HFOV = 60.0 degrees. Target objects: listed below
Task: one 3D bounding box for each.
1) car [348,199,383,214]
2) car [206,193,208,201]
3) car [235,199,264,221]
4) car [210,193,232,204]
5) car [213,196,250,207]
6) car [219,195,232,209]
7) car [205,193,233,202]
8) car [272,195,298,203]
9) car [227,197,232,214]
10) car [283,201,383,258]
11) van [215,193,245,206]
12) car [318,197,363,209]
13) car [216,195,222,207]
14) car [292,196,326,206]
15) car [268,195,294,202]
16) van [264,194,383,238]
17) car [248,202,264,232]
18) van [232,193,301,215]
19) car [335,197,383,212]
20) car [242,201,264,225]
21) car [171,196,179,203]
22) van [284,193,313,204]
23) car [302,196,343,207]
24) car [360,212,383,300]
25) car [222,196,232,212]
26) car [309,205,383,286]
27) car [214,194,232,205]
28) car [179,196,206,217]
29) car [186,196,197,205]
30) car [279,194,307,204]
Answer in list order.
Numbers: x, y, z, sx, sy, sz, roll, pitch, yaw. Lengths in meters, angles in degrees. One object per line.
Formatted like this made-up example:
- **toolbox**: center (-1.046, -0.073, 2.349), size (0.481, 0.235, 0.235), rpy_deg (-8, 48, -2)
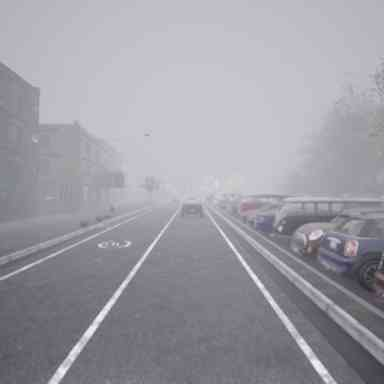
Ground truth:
- **car**: center (18.698, 1.414, 33.835), size (4.674, 1.452, 2.002), rpy_deg (0, 0, 0)
- **car**: center (5.617, 1.118, 61.516), size (5.566, 2.045, 2.435), rpy_deg (0, 0, 0)
- **car**: center (5.609, 1.437, 22.274), size (4.792, 1.488, 2.163), rpy_deg (0, 0, 0)
- **car**: center (5.634, 1.113, 44.697), size (5.566, 2.045, 2.435), rpy_deg (0, 0, 0)
- **car**: center (5.596, 1.364, 47.501), size (5.008, 1.535, 2.097), rpy_deg (0, 0, 0)
- **car**: center (5.616, 1.374, 33.484), size (5.008, 1.535, 2.097), rpy_deg (0, 0, 0)
- **car**: center (5.618, 1.143, 69.926), size (5.566, 2.045, 2.435), rpy_deg (0, 0, 0)
- **car**: center (18.671, 1.422, 67.127), size (4.674, 1.452, 2.002), rpy_deg (0, 0, 0)
- **car**: center (5.659, 1.420, 27.881), size (4.792, 1.488, 2.163), rpy_deg (0, 0, 0)
- **car**: center (5.685, 1.317, 11.061), size (4.553, 1.767, 2.185), rpy_deg (0, 0, 0)
- **van**: center (5.714, 1.139, 50.304), size (4.442, 1.987, 1.878), rpy_deg (0, 0, 0)
- **car**: center (18.718, 1.393, 42.065), size (4.792, 1.488, 2.163), rpy_deg (0, 0, 0)
- **car**: center (5.584, 1.395, 39.092), size (4.792, 1.488, 2.163), rpy_deg (0, 0, 0)
- **car**: center (18.672, 1.405, 53.206), size (4.674, 1.452, 2.002), rpy_deg (0, 0, 0)
- **car**: center (18.675, 1.393, 69.914), size (5.008, 1.535, 2.097), rpy_deg (0, 0, 0)
- **van**: center (5.533, 1.208, 13.864), size (4.442, 1.987, 1.878), rpy_deg (0, 0, 0)
- **car**: center (5.641, 1.425, 16.668), size (5.008, 1.535, 2.097), rpy_deg (0, 0, 0)
- **van**: center (5.517, 1.173, 25.077), size (4.442, 1.987, 1.878), rpy_deg (0, 0, 0)
- **car**: center (18.692, 1.369, 36.495), size (5.008, 1.535, 2.097), rpy_deg (0, 0, 0)
- **car**: center (5.613, 1.446, 19.471), size (4.792, 1.488, 2.163), rpy_deg (0, 0, 0)
- **car**: center (-3.260, 1.457, 67.357), size (2.033, 1.411, 5.357), rpy_deg (0, 0, 0)
- **van**: center (18.786, 1.139, 58.779), size (4.442, 1.987, 1.878), rpy_deg (0, 0, 0)
- **car**: center (18.675, 1.364, 47.635), size (5.008, 1.535, 2.097), rpy_deg (0, 0, 0)
- **car**: center (5.631, 1.334, 5.454), size (4.553, 1.767, 2.185), rpy_deg (0, 0, 0)
- **car**: center (5.811, 1.378, 30.684), size (5.366, 1.575, 1.946), rpy_deg (0, 0, 0)
- **car**: center (5.627, 1.326, 8.258), size (4.553, 1.767, 2.185), rpy_deg (0, 0, 0)
- **car**: center (5.605, 1.365, 41.890), size (4.892, 1.521, 2.231), rpy_deg (0, 0, 0)
- **car**: center (0.037, 1.394, 30.549), size (1.882, 1.535, 5.008), rpy_deg (0, 0, 1)
- **car**: center (-0.002, 1.415, 57.627), size (1.837, 1.490, 4.892), rpy_deg (0, -1, 0)
- **car**: center (18.637, 1.243, 61.559), size (4.553, 1.767, 2.185), rpy_deg (0, 0, 0)
